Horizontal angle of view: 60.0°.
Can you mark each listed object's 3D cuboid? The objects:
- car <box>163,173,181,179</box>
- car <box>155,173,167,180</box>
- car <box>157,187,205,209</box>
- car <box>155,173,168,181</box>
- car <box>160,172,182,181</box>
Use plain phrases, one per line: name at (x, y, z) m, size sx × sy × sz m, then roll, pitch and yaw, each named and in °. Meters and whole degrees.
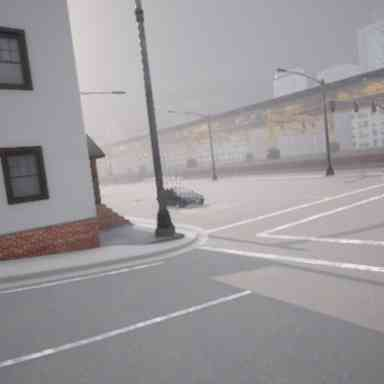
car at (-5.302, -4.081, 83.015) m, size 4.536 × 1.218 × 1.853 m, roll -5°, pitch 5°, yaw 19°
car at (-7.999, -4.085, 86.849) m, size 1.853 × 1.218 × 4.536 m, roll -6°, pitch 5°, yaw 9°
car at (-0.973, 0.368, 25.052) m, size 1.812 × 1.442 × 4.674 m, roll -10°, pitch 6°, yaw -35°
car at (-7.988, -3.924, 86.810) m, size 2.038 × 1.542 × 4.974 m, roll -6°, pitch 5°, yaw 9°
car at (-5.333, -3.921, 83.044) m, size 4.974 × 1.542 × 2.038 m, roll -5°, pitch 5°, yaw 19°
